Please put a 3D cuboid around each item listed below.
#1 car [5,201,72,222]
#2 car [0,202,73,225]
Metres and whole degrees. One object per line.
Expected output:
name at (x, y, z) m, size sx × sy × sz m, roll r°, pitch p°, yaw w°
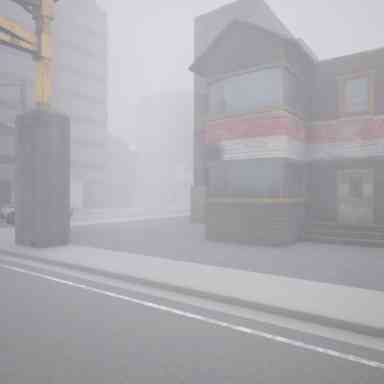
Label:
car at (-10.679, 1.295, 23.547) m, size 1.853 × 1.218 × 4.536 m, roll 0°, pitch 0°, yaw 15°
car at (-10.693, 1.453, 23.497) m, size 2.038 × 1.542 × 4.974 m, roll 0°, pitch 0°, yaw 15°
